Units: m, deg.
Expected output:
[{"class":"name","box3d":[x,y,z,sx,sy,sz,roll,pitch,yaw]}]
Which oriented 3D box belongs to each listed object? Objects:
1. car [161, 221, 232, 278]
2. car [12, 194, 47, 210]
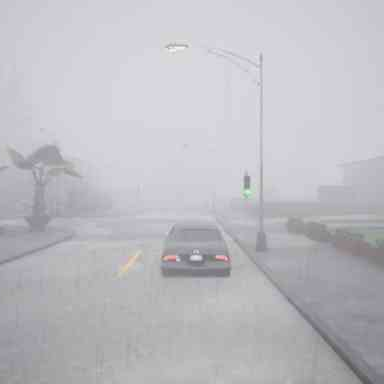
[{"class":"car","box3d":[0.094,1.600,10.289,2.033,1.411,5.357,0,0,0]},{"class":"car","box3d":[-19.788,1.192,40.757,1.905,1.878,3.866,0,0,35]}]
